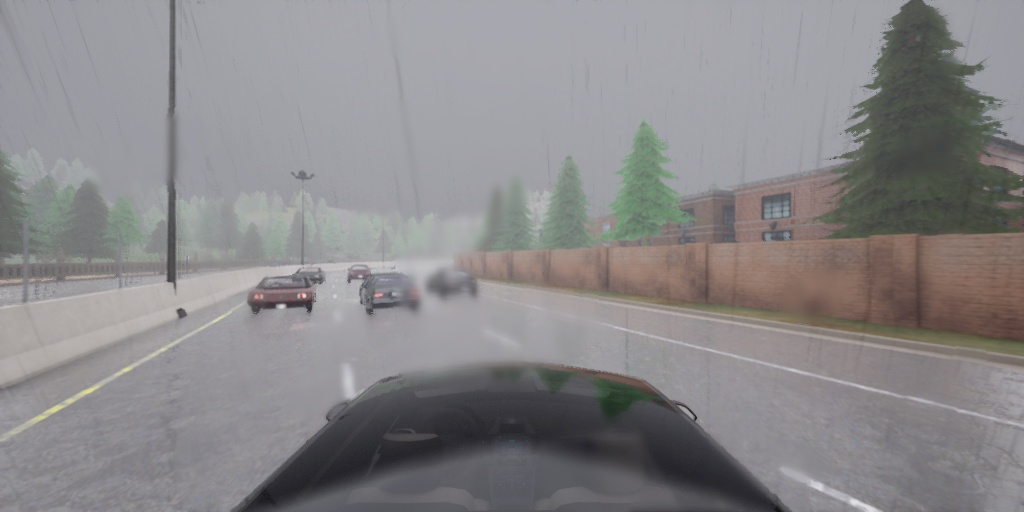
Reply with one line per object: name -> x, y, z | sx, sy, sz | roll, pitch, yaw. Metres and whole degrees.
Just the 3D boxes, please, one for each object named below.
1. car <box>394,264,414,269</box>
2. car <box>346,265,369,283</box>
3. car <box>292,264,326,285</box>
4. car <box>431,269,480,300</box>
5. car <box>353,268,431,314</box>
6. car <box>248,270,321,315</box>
car -> -9.715, 1.443, 31.927 | 1.812, 1.442, 4.674 | 0, 0, -23
car -> -12.836, 1.438, 30.334 | 1.812, 1.442, 4.674 | 0, 0, -23
car -> -15.447, 1.501, 27.552 | 1.895, 1.301, 4.718 | 0, 0, -24
car -> -3.134, 1.366, 18.466 | 1.812, 1.442, 4.674 | 0, 0, -27
car -> -4.968, 1.368, 14.301 | 2.033, 1.411, 5.357 | 0, 0, -27
car -> -8.783, 1.424, 14.110 | 1.895, 1.301, 4.718 | 0, 0, -27
